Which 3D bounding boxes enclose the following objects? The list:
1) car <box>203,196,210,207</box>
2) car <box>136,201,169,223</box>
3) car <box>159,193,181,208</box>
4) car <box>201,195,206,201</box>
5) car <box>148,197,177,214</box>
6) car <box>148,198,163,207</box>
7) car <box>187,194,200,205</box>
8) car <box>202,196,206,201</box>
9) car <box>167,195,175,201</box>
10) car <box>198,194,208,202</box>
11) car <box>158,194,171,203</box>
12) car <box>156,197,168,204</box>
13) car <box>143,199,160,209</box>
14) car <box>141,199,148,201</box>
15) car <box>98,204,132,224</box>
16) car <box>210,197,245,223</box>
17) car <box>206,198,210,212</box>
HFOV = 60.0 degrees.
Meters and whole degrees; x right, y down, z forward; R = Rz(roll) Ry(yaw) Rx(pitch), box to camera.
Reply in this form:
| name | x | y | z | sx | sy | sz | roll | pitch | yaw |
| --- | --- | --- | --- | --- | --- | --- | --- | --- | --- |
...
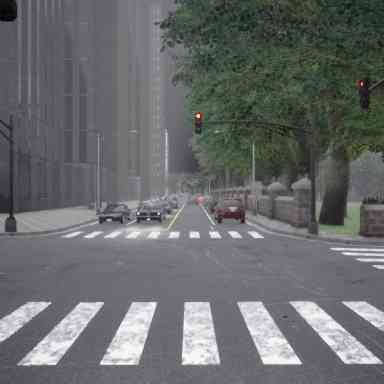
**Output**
| name | x | y | z | sx | sy | sz | roll | pitch | yaw |
| --- | --- | --- | --- | --- | --- | --- | --- | --- | --- |
| car | 2.822 | 1.579 | 41.553 | 2.008 | 1.369 | 4.403 | 0 | 0 | 0 |
| car | -3.063 | 1.612 | 25.630 | 1.895 | 1.301 | 4.718 | 0 | 0 | 0 |
| car | -3.023 | 1.385 | 45.723 | 2.097 | 1.767 | 4.553 | 0 | 0 | 0 |
| car | 2.838 | 1.481 | 52.467 | 1.967 | 1.590 | 4.097 | 0 | 0 | 0 |
| car | -3.044 | 1.569 | 35.448 | 2.033 | 1.411 | 5.357 | 0 | 0 | 1 |
| car | -5.688 | 1.622 | 52.473 | 1.802 | 1.307 | 4.206 | 0 | 0 | 0 |
| car | 0.189 | 1.596 | 59.296 | 2.033 | 1.411 | 5.357 | 0 | 0 | 0 |
| car | 2.830 | 1.585 | 47.010 | 2.008 | 1.369 | 4.403 | 0 | 0 | 0 |
| car | -5.633 | 1.533 | 90.672 | 1.967 | 1.590 | 4.097 | 0 | 0 | 0 |
| car | 2.496 | 1.424 | 75.811 | 2.097 | 1.767 | 4.553 | 0 | 0 | 0 |
| car | -5.664 | 1.374 | 68.844 | 2.192 | 1.841 | 5.009 | 0 | 0 | 0 |
| car | -5.672 | 1.635 | 63.387 | 1.802 | 1.307 | 4.206 | 0 | 0 | 0 |
| car | -5.696 | 1.616 | 47.015 | 1.802 | 1.307 | 4.206 | 0 | 0 | 0 |
| car | -5.703 | 1.579 | 41.558 | 2.008 | 1.369 | 4.403 | 0 | 0 | 0 |
| car | -5.727 | 1.576 | 25.188 | 1.947 | 1.339 | 4.313 | 0 | 0 | 0 |
| car | 2.798 | 1.326 | 25.185 | 2.192 | 1.841 | 5.009 | 0 | 0 | 0 |
| car | 2.814 | 1.588 | 36.097 | 1.947 | 1.339 | 4.313 | 0 | 0 | 0 |
